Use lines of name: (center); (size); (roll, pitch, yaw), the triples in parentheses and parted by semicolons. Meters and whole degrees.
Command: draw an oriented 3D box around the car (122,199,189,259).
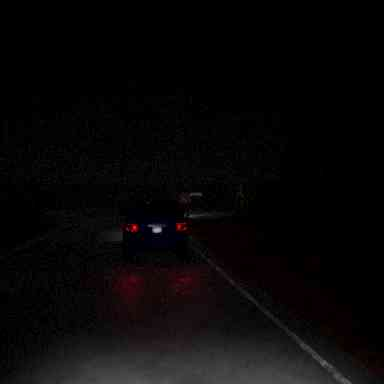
car: (-1.525, 1.272, 13.011); (2.150, 2.045, 5.566); (0, 0, -10)

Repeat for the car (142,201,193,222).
car: (-1.948, 1.598, 28.370); (2.128, 1.511, 4.902); (0, 0, 26)
